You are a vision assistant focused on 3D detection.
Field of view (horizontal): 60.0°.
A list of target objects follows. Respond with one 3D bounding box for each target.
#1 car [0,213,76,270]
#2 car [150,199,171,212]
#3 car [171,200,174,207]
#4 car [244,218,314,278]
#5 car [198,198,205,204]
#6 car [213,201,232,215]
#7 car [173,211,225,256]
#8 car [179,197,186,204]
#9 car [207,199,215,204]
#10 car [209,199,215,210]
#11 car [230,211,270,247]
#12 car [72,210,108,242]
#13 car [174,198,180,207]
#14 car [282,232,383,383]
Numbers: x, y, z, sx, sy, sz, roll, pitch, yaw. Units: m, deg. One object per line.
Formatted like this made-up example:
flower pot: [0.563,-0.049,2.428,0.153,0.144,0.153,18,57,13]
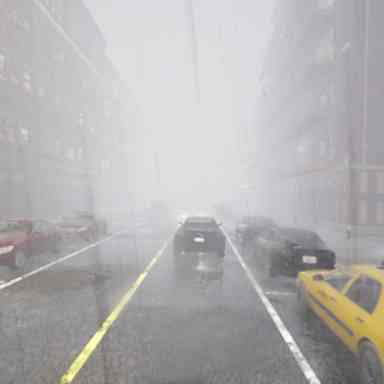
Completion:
car: [-5.567,1.515,10.748,1.802,1.307,4.206,2,-1,2]
car: [-4.437,1.897,44.712,1.947,1.339,4.313,2,-1,2]
car: [-4.262,1.840,50.372,1.967,1.590,4.097,2,-1,2]
car: [3.023,1.767,10.486,1.947,1.339,4.313,2,-1,2]
car: [2.726,2.489,93.779,2.097,1.767,4.553,2,-1,2]
car: [3.772,2.051,38.965,1.752,1.417,4.829,2,-1,2]
car: [0.322,1.716,13.977,1.994,1.385,4.181,2,-1,2]
car: [-3.077,2.458,90.003,1.887,1.381,4.507,2,-1,2]
car: [5.464,2.802,95.410,2.008,1.369,4.403,2,-1,2]
car: [4.280,2.172,55.780,1.967,1.590,4.097,2,-1,2]
car: [3.131,1.829,16.148,1.947,1.339,4.313,2,-1,2]
car: [-5.336,1.581,16.407,1.802,1.307,4.206,2,-1,2]
car: [-3.927,2.108,61.695,1.947,1.339,4.313,2,-1,2]
car: [2.880,1.666,4.991,1.752,1.417,4.829,2,-1,2]
